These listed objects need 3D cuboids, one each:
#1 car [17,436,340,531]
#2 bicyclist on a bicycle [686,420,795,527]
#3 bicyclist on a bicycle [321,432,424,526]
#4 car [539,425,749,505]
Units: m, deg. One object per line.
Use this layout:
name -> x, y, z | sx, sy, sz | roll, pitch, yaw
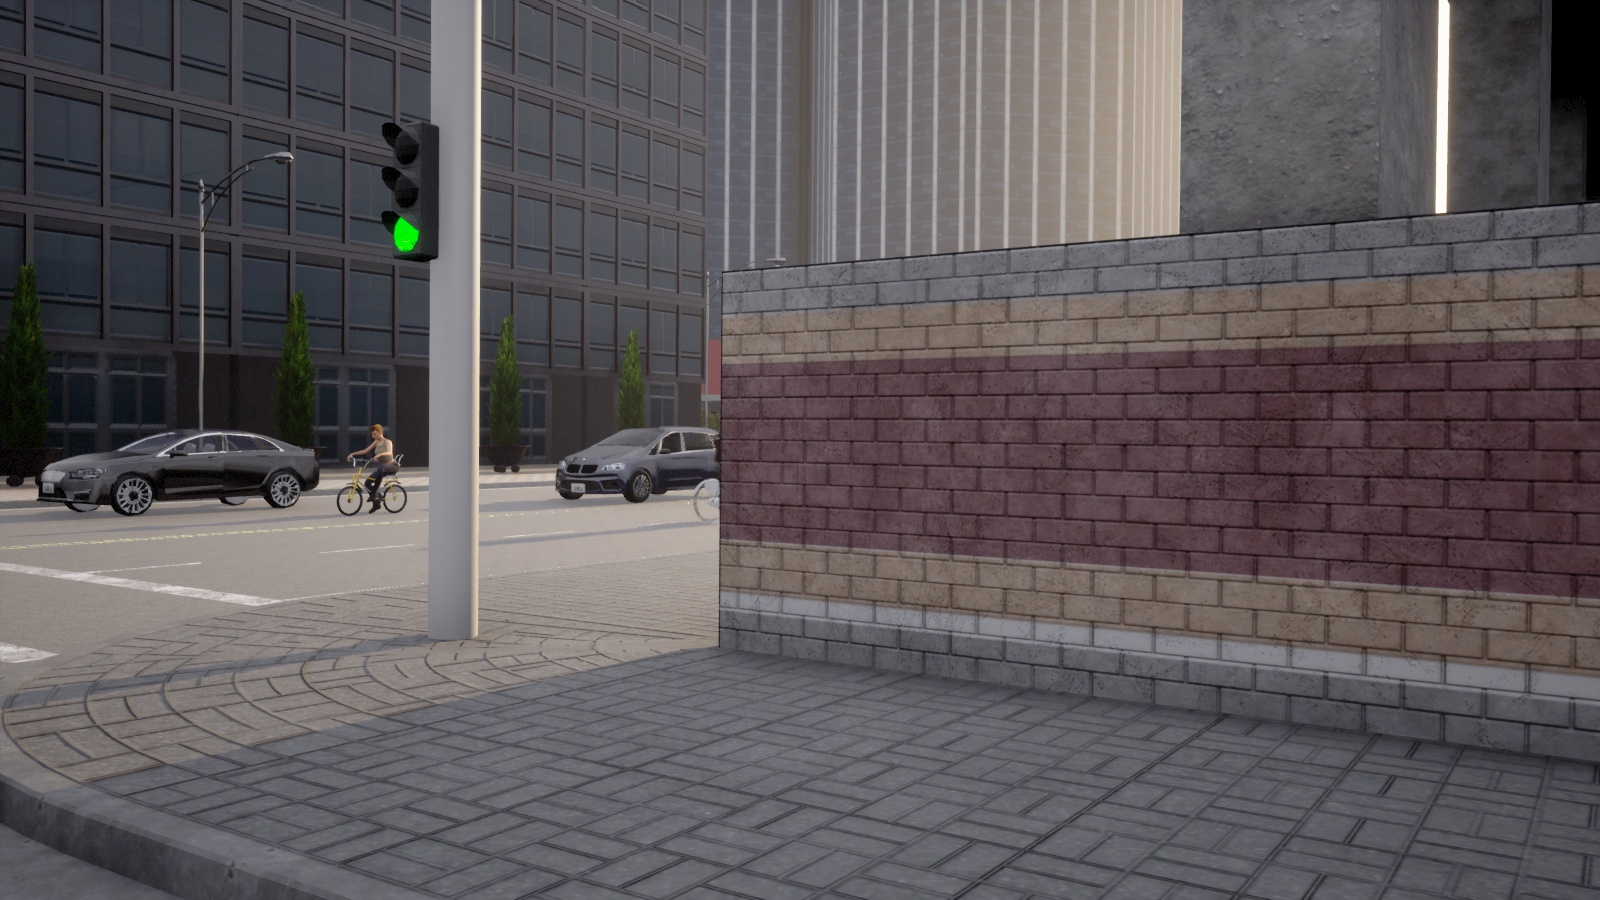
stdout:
car -> -11.276, 0.529, 23.165 | 2.128, 1.511, 4.902 | 0, 1, 34
bicyclist on a bicycle -> -1.002, 0.372, 21.598 | 1.843, 1.776, 0.659 | -2, 1, -42
bicyclist on a bicycle -> -7.597, 0.487, 22.361 | 0.866, 1.612, 1.509 | 0, 1, 34
car -> -3.441, 0.272, 28.584 | 2.242, 1.667, 4.611 | 0, 1, 34
